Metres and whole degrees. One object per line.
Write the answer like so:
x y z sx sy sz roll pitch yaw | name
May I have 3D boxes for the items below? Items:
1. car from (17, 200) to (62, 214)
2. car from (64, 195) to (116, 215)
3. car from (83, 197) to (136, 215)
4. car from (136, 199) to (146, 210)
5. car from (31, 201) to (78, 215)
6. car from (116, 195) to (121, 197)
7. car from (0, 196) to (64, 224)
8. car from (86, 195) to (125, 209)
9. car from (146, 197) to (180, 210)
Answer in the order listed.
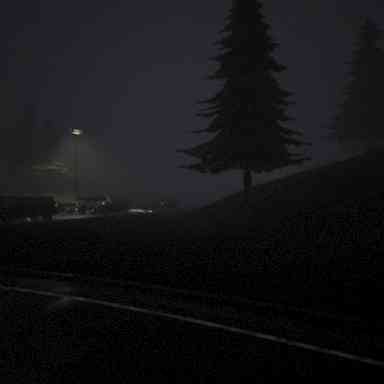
-18.228 1.737 40.019 1.812 1.442 4.674 0 0 31 | car
-11.604 1.383 37.481 2.150 2.045 5.566 0 0 31 | car
-8.730 1.629 35.459 2.128 1.511 4.902 0 0 31 | car
-6.001 1.693 46.784 2.033 1.411 5.357 0 0 31 | car
-15.527 1.789 37.738 1.895 1.301 4.718 0 0 31 | car
-10.218 1.525 46.564 2.097 1.767 4.553 0 0 31 | car
-13.729 1.374 27.138 2.150 2.045 5.566 0 0 31 | car
-12.720 1.420 49.202 2.150 2.045 5.566 0 0 31 | car
-3.557 1.475 44.056 2.097 1.767 4.553 0 0 31 | car
